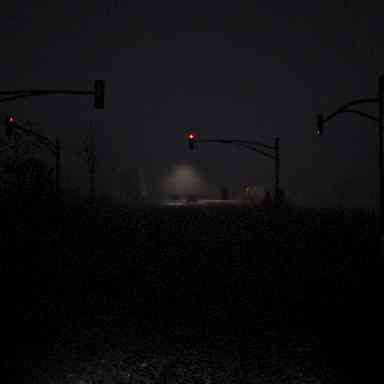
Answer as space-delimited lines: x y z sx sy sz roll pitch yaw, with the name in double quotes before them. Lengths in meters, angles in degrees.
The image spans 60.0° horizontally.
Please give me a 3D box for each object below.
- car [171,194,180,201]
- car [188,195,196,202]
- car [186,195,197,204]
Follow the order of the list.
"car" -3.565 1.195 72.162 1.837 1.490 4.892 0 0 0
"car" -0.070 1.425 77.995 1.837 1.490 4.892 0 0 0
"car" -0.060 1.424 67.960 2.097 1.767 4.553 0 0 0
